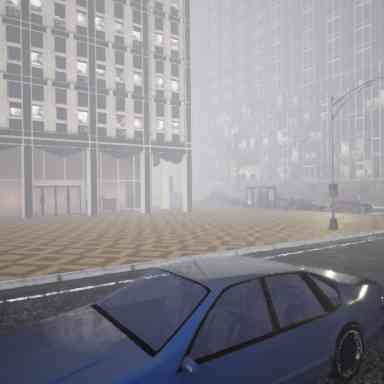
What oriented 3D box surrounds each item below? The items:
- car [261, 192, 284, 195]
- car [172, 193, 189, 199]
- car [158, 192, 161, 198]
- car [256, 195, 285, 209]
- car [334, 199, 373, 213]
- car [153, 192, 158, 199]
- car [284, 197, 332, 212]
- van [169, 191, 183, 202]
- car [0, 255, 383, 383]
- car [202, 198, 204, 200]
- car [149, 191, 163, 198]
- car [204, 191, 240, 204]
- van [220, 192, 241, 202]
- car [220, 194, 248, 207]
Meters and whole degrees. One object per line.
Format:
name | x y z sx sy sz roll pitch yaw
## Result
car | 10.942 0.969 43.920 2.150 2.045 5.566 -1 1 -34
car | -2.663 0.933 74.178 1.802 1.307 4.206 0 1 -34
car | -5.865 0.612 78.871 2.192 1.841 5.009 0 1 -34
car | 9.526 1.386 41.220 1.802 1.307 4.206 -1 1 -34
car | 16.800 1.406 35.330 1.994 1.385 4.181 -1 1 -34
car | -9.588 1.037 69.459 2.008 1.369 4.403 0 1 -34
car | 12.713 1.422 36.512 1.947 1.339 4.313 -1 1 -34
van | -3.185 0.935 60.064 1.690 1.788 3.998 0 1 -34
car | 0.267 1.547 3.876 5.357 1.411 2.033 0 0 -35
car | 3.739 1.040 64.785 1.802 1.307 4.206 -1 1 -34
car | -9.066 0.683 83.568 1.967 1.590 4.097 0 1 -34
car | 4.915 0.871 52.780 2.150 2.045 5.566 -1 1 -34
van | 6.940 0.852 60.086 1.690 1.788 3.998 -1 1 -34
car | 6.373 1.317 45.949 1.947 1.339 4.313 -1 1 -34
